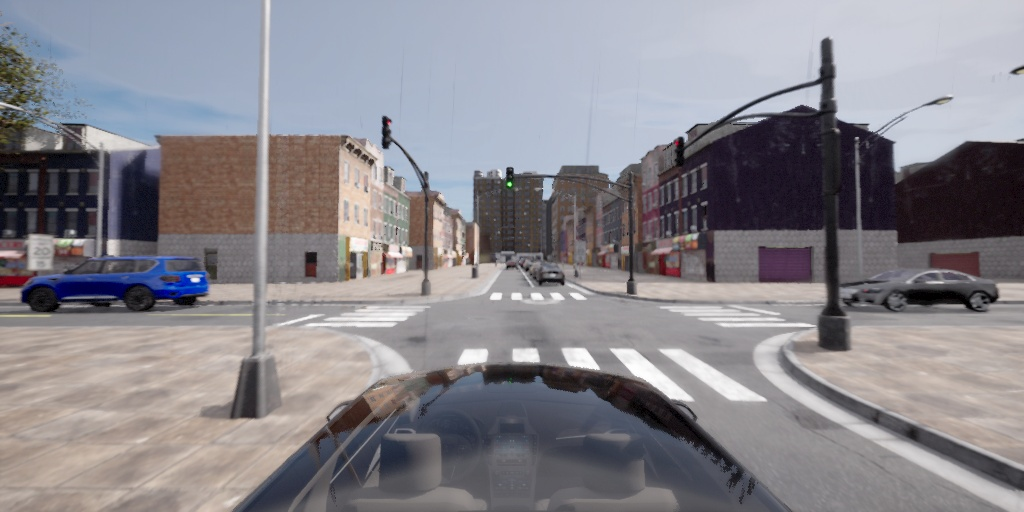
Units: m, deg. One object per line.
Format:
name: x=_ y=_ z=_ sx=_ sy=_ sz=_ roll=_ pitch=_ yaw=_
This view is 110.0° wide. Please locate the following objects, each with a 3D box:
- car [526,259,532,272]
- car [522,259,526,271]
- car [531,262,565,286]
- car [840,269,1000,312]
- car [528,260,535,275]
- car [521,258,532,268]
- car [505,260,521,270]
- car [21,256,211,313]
car: x=2.637 y=1.286 z=36.414 sx=1.751 sy=1.417 sz=4.829 roll=0 pitch=0 yaw=0
car: x=2.635 y=1.369 z=47.119 sx=1.948 sy=1.339 sz=4.313 roll=0 pitch=0 yaw=0
car: x=2.638 y=1.302 z=25.372 sx=1.948 sy=1.339 sz=4.313 roll=0 pitch=0 yaw=0
car: x=14.990 y=1.238 z=13.456 sx=4.902 sy=1.511 sz=2.128 roll=0 pitch=-2 yaw=0
car: x=2.637 y=1.312 z=30.808 sx=1.948 sy=1.339 sz=4.313 roll=0 pitch=0 yaw=0
car: x=2.635 y=1.355 z=52.726 sx=1.751 sy=1.417 sz=4.829 roll=0 pitch=0 yaw=0
car: x=-0.002 y=1.351 z=55.593 sx=1.837 sy=1.490 sz=4.892 roll=0 pitch=0 yaw=0
car: x=-15.001 y=1.037 z=13.850 sx=5.566 sy=2.045 sz=2.150 roll=0 pitch=-2 yaw=-2
